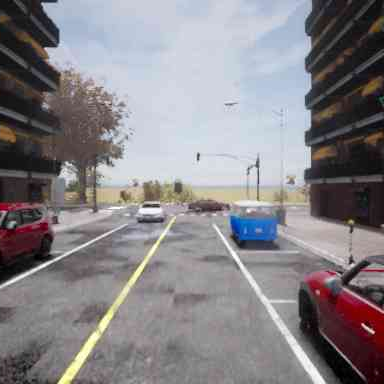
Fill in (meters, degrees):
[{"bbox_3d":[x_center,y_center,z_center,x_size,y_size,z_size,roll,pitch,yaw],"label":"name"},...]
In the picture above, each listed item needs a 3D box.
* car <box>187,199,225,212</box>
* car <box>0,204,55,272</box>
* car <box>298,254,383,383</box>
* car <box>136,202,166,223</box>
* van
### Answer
[{"bbox_3d":[1.994,1.502,37.859,5.008,1.535,1.882,0,1,0],"label":"car"},{"bbox_3d":[-5.703,1.304,9.508,2.192,1.841,5.009,-1,0,0],"label":"car"},{"bbox_3d":[2.678,1.436,3.892,1.967,1.590,4.097,-1,0,0],"label":"car"},{"bbox_3d":[-3.033,1.491,25.464,1.812,1.442,4.674,0,0,1],"label":"car"},{"bbox_3d":[2.678,1.322,15.220,1.690,1.788,3.998,-1,0,0],"label":"van"}]
